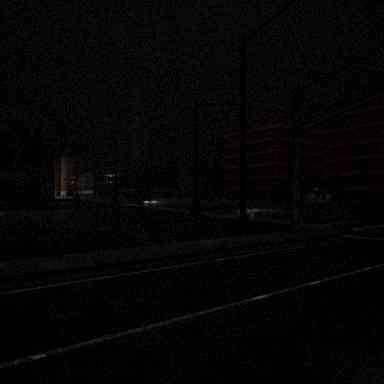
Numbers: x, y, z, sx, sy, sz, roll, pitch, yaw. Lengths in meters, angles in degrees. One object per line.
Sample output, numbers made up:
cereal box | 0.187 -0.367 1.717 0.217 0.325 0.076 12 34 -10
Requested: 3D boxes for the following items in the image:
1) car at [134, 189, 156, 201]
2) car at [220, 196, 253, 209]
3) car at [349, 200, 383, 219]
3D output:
car | -8.633 0.527 60.750 2.150 2.045 5.566 0 1 -34
car | 5.305 1.263 40.302 1.812 1.442 4.674 0 1 -34
car | 15.060 1.449 26.362 1.837 1.490 4.892 0 0 -37
